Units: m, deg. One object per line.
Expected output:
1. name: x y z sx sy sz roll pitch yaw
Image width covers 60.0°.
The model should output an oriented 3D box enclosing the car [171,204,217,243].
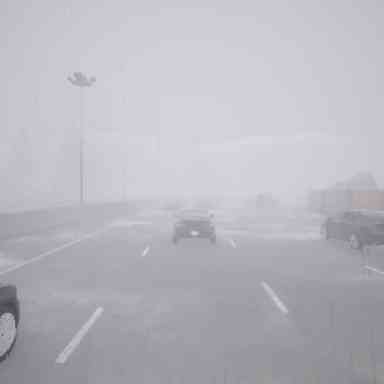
1. car: 0.108 1.506 15.836 1.812 1.442 4.674 0 0 0

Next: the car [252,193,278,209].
1. car: 10.015 1.165 44.197 2.150 2.045 5.566 -1 -1 22

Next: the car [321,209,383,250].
1. car: 7.106 1.486 14.104 1.837 1.490 4.892 0 0 0

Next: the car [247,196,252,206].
1. car: 10.326 1.287 52.862 2.097 1.767 4.553 0 0 28

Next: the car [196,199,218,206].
1. car: 1.949 1.548 42.021 1.895 1.301 4.718 0 0 15

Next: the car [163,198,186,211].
1. car: -1.936 1.478 38.632 1.812 1.442 4.674 -1 0 12

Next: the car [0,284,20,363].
1. car: -3.398 1.474 2.787 1.882 1.535 5.008 0 0 0
